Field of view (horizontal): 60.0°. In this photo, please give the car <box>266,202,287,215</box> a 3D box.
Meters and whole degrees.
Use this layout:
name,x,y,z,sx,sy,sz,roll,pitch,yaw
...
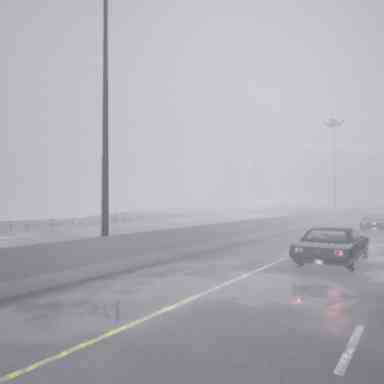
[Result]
name,x,y,z,sx,sy,sz,roll,pitch,yaw
car,15.527,2.852,58.161,2.150,2.045,5.566,-2,-2,35

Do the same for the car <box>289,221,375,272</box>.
name,x,y,z,sx,sy,sz,roll,pitch,yaw
car,5.231,1.939,12.196,1.895,1.301,4.718,-1,-2,35

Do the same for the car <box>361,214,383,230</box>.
name,x,y,z,sx,sy,sz,roll,pitch,yaw
car,13.733,2.256,24.542,1.895,1.301,4.718,-1,-2,35

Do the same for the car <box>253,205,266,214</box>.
name,x,y,z,sx,sy,sz,roll,pitch,yaw
car,12.661,3.182,60.154,1.882,1.535,5.008,-1,-2,35

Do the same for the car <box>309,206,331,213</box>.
name,x,y,z,sx,sy,sz,roll,pitch,yaw
car,21.349,3.034,54.268,2.033,1.411,5.357,-1,-2,35

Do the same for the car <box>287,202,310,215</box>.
name,x,y,z,sx,sy,sz,roll,pitch,yaw
car,18.413,2.779,56.187,2.150,2.045,5.566,-2,-2,35
